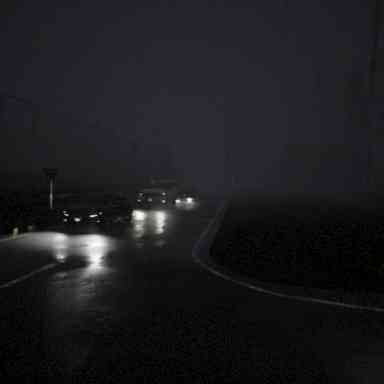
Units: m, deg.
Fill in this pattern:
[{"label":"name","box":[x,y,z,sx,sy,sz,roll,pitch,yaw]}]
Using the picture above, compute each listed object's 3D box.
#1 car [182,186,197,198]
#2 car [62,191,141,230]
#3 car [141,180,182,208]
[{"label":"car","box":[-0.577,-0.043,41.588,1.895,1.301,4.718,2,2,8]},{"label":"car","box":[-4.165,0.780,15.514,1.837,1.490,4.892,2,2,8]},{"label":"car","box":[-2.601,0.103,26.608,2.150,2.045,5.566,2,3,8]}]
